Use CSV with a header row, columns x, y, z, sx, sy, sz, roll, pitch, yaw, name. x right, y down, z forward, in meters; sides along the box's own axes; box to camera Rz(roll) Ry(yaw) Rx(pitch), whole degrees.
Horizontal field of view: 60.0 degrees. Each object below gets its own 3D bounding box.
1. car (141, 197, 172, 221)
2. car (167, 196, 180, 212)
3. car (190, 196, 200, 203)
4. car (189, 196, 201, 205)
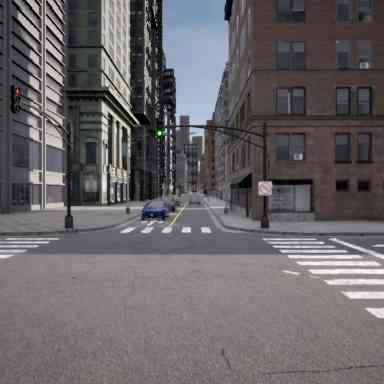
x,y,z,sx,sy,sz,roll,pitch,yaw,name
-2.965,1.448,27.392,1.882,1.535,5.008,0,0,1,car
-2.850,1.311,37.259,2.097,1.767,4.553,0,0,1,car
0.591,1.469,67.846,2.033,1.411,5.357,0,0,1,car
0.477,1.501,57.844,1.994,1.385,4.181,0,0,1,car
